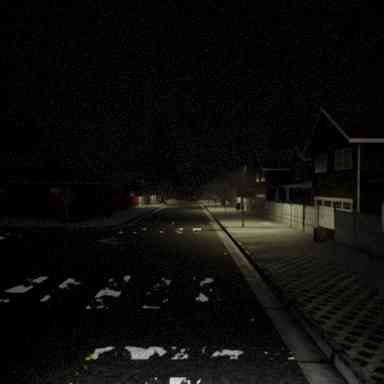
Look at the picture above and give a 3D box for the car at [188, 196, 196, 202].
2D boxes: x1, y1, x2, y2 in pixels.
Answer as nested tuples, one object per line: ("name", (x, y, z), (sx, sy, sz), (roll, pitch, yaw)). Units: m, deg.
("car", (0.052, 1.673, 77.930), (2.128, 1.511, 4.902), (0, 0, 0))
